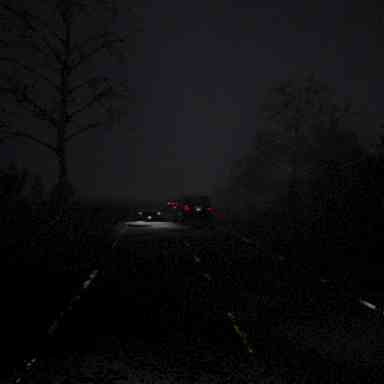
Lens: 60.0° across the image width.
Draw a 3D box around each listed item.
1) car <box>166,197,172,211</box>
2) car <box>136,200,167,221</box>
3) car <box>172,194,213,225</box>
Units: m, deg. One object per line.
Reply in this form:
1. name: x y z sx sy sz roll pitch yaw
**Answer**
1. car: -2.266 1.386 38.738 1.837 1.490 4.892 1 0 -10
2. car: -3.387 1.416 26.241 2.033 1.411 5.357 2 0 -8
3. car: 0.051 1.187 24.206 2.150 2.045 5.566 2 1 -8
